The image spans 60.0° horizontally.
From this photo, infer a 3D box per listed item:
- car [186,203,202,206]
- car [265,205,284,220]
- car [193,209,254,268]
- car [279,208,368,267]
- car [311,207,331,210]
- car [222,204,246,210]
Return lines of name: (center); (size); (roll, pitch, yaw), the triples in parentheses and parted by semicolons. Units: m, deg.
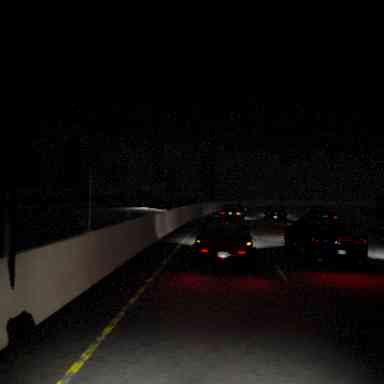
car: (-0.214, 1.591, 41.289); (2.033, 1.411, 5.357); (2, 0, 19)
car: (7.720, 1.868, 30.639); (1.895, 1.301, 4.718); (2, 0, 14)
car: (1.101, 1.572, 11.547); (1.812, 1.442, 4.674); (2, 0, 6)
car: (4.697, 1.633, 12.327); (1.882, 1.535, 5.008); (2, 0, 6)
car: (10.414, 1.891, 26.928); (2.033, 1.411, 5.357); (2, 0, 13)
car: (3.415, 1.683, 27.629); (2.033, 1.411, 5.357); (2, 0, 12)
